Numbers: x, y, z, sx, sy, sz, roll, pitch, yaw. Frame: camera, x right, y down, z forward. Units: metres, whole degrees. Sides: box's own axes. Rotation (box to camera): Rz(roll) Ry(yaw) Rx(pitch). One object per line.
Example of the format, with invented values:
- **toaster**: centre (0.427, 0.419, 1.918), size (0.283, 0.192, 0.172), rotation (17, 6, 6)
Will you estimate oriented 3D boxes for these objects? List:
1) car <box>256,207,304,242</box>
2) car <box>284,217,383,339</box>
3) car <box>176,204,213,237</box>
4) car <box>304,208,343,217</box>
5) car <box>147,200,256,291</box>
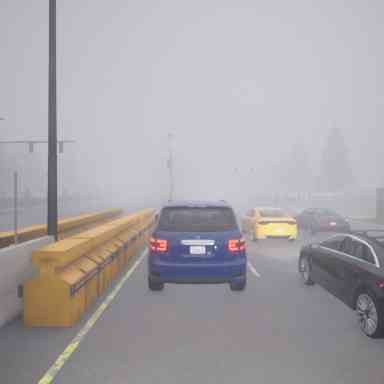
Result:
- **car**: centre (3.627, 1.478, 16.391), size (1.882, 1.535, 5.008), rotation (0, 0, 0)
- **car**: centre (3.608, 1.492, 6.549), size (2.128, 1.511, 4.902), rotation (0, 0, 0)
- **car**: centre (0.131, 1.505, 19.002), size (1.837, 1.490, 4.892), rotation (0, 0, 0)
- **car**: centre (7.131, 1.564, 18.785), size (1.994, 1.385, 4.181), rotation (0, 0, 0)
- **car**: centre (0.116, 1.222, 9.153), size (2.150, 2.045, 5.566), rotation (0, 0, 0)
